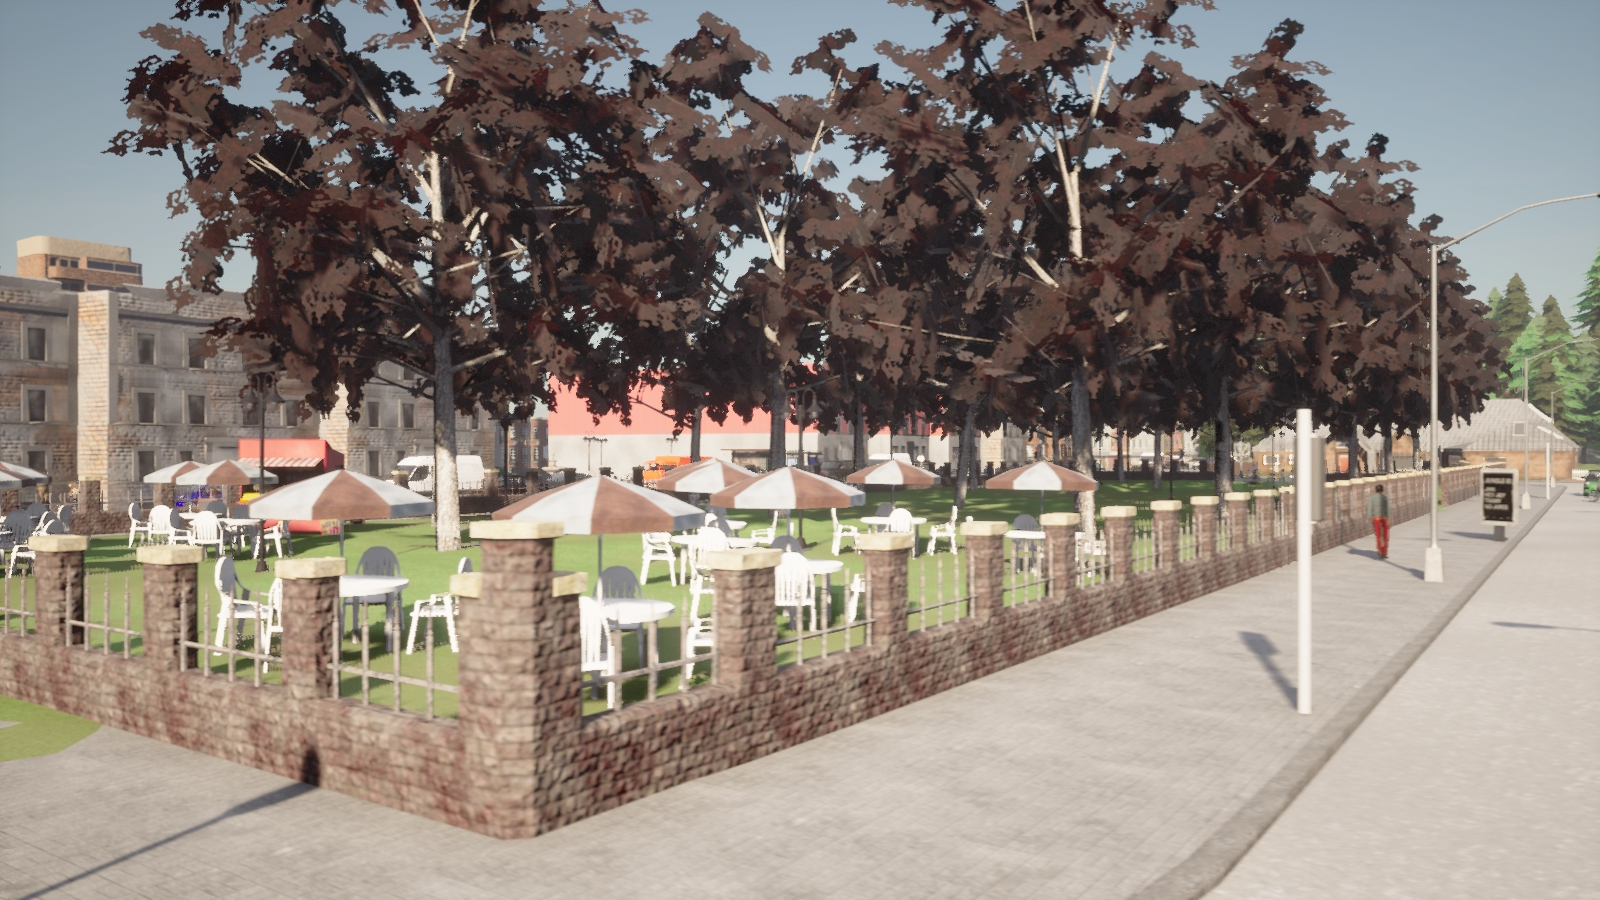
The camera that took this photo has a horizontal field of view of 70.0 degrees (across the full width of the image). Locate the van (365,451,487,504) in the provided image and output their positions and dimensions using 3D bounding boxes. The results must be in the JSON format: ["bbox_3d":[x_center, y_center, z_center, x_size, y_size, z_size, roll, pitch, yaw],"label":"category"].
[{"bbox_3d":[-19.087,1.347,58.605,1.988,2.561,5.915,0,0,35],"label":"van"}]

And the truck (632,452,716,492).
[{"bbox_3d":[-8.123,1.389,74.289,2.627,2.467,5.204,0,-1,35],"label":"truck"}]

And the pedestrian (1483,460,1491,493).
[{"bbox_3d":[39.377,1.529,65.527,0.375,1.860,0.375,0,0,35],"label":"pedestrian"}]

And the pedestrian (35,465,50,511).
[{"bbox_3d":[-30.975,1.557,46.711,0.375,1.860,0.375,0,0,32],"label":"pedestrian"}]

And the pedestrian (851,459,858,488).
[{"bbox_3d":[3.607,1.550,75.686,0.375,1.860,0.375,0,0,35],"label":"pedestrian"}]

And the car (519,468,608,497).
[{"bbox_3d":[-13.674,1.847,66.355,2.097,1.535,5.006,0,0,35],"label":"car"}]

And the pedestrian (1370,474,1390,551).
[{"bbox_3d":[14.209,1.528,27.999,0.375,1.860,0.375,0,0,37],"label":"pedestrian"}]

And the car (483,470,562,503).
[{"bbox_3d":[-14.196,1.836,58.566,1.789,1.549,3.705,0,0,35],"label":"car"}]

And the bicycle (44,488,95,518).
[{"bbox_3d":[-28.670,2.069,44.869,0.859,1.080,1.487,0,0,35],"label":"bicycle"}]
